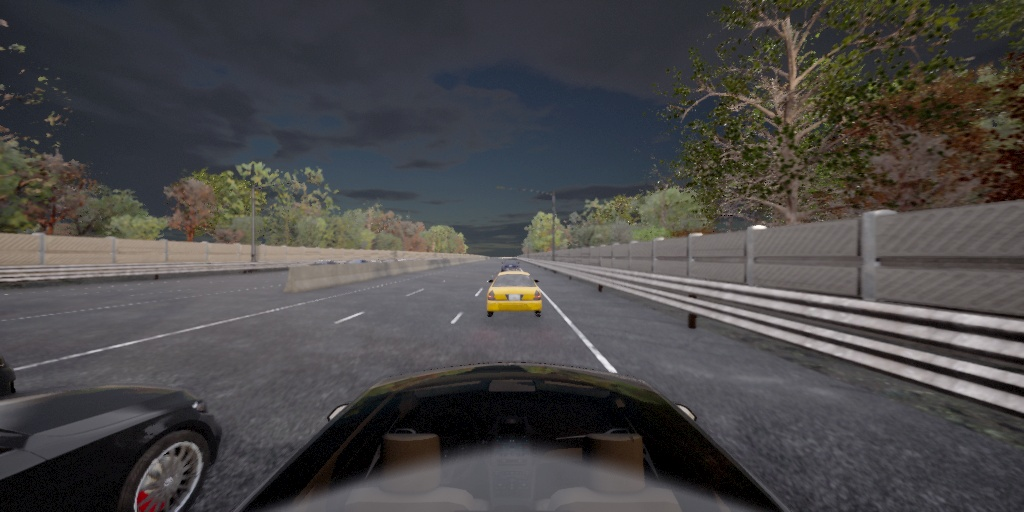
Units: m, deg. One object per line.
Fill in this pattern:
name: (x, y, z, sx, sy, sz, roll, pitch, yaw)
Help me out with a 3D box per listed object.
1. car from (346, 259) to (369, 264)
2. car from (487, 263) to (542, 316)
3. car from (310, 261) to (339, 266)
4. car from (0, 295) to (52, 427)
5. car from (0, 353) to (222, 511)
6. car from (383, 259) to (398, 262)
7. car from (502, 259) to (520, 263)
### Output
car: (-21.375, 1.240, 49.466, 1.882, 1.535, 5.008, 0, 0, 0)
car: (0.062, 1.209, 13.291, 1.801, 1.575, 5.366, 0, 0, 0)
car: (-24.871, 1.310, 47.618, 2.033, 1.411, 5.357, 0, 0, 0)
car: (-6.905, 1.256, 2.220, 1.837, 1.490, 4.892, 0, 0, 0)
car: (-3.393, 1.276, 1.080, 1.812, 1.442, 4.674, 0, 0, 0)
car: (-17.897, 1.240, 52.301, 1.882, 1.535, 5.008, 0, 0, 0)
car: (-0.154, 1.111, 42.087, 2.097, 1.767, 4.553, 0, 0, 0)
